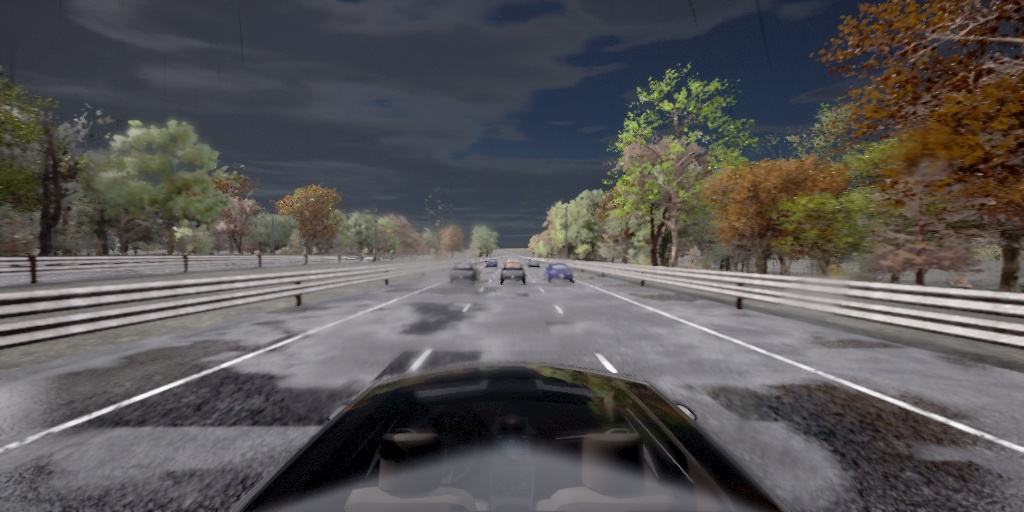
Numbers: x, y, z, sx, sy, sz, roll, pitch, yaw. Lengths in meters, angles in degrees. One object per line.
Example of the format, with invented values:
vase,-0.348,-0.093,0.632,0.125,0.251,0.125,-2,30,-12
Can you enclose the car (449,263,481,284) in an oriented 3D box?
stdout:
car,-3.418,1.242,26.641,2.128,1.511,4.902,0,0,0

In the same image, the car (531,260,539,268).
car,3.597,1.312,61.528,1.994,1.385,4.181,0,0,0

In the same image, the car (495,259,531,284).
car,0.084,1.242,27.175,2.128,1.511,4.902,0,0,0

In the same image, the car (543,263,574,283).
car,3.585,1.274,27.920,1.812,1.442,4.674,0,0,0

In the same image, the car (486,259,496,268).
car,-3.401,1.273,61.497,1.812,1.442,4.674,0,0,0
